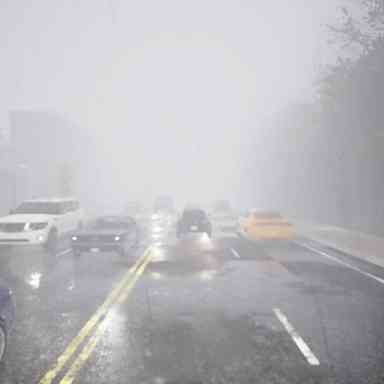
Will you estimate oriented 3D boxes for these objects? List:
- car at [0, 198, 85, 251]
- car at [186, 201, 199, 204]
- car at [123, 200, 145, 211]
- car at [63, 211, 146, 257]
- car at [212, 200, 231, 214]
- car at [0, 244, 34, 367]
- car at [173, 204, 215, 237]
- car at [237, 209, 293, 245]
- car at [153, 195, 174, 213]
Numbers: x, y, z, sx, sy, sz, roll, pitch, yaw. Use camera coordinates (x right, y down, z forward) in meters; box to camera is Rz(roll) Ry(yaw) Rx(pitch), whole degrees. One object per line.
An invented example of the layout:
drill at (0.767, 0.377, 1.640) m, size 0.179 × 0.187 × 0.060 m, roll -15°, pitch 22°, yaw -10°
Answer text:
car at (-6.499, 1.284, 14.840) m, size 2.150 × 2.045 × 5.566 m, roll 0°, pitch 0°, yaw 0°
car at (0.100, 1.767, 40.670) m, size 1.895 × 1.301 × 4.718 m, roll 0°, pitch 0°, yaw 0°
car at (-6.509, 1.681, 38.091) m, size 1.812 × 1.442 × 4.674 m, roll 0°, pitch 0°, yaw 0°
car at (-3.249, 1.657, 13.370) m, size 1.895 × 1.301 × 4.718 m, roll 0°, pitch 0°, yaw 0°
car at (3.353, 1.661, 37.685) m, size 1.837 × 1.490 × 4.892 m, roll 0°, pitch 0°, yaw 0°
car at (-3.333, 1.538, 2.781) m, size 1.812 × 1.442 × 4.674 m, roll 0°, pitch 0°, yaw 1°
car at (0.103, 1.603, 18.528) m, size 1.812 × 1.442 × 4.674 m, roll 0°, pitch 0°, yaw 0°
car at (3.354, 1.545, 16.059) m, size 1.882 × 1.535 × 5.008 m, roll 0°, pitch 0°, yaw 0°
car at (-3.250, 1.377, 38.901) m, size 2.150 × 2.045 × 5.566 m, roll 0°, pitch 0°, yaw 0°
